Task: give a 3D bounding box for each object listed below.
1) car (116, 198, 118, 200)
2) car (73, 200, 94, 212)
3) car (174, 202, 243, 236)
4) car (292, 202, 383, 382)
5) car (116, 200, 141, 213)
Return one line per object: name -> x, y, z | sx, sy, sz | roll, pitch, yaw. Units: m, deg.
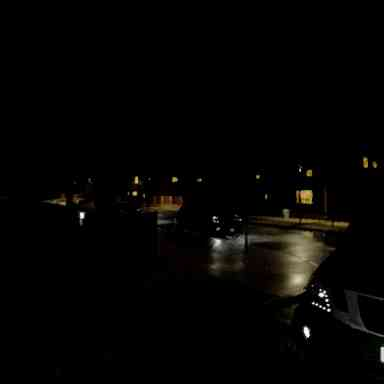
car -> -10.671, 1.329, 41.853 | 2.097, 1.767, 4.553 | -1, 1, -34
car -> -13.034, 1.642, 40.148 | 1.895, 1.301, 4.718 | -1, 1, -33
car -> 0.844, 1.410, 19.158 | 2.097, 1.767, 4.553 | -1, 1, -34
car -> 3.586, 1.237, 5.352 | 2.150, 2.045, 5.566 | 3, 1, 36
car -> -6.344, 1.653, 30.011 | 1.895, 1.301, 4.718 | -1, 1, -33
